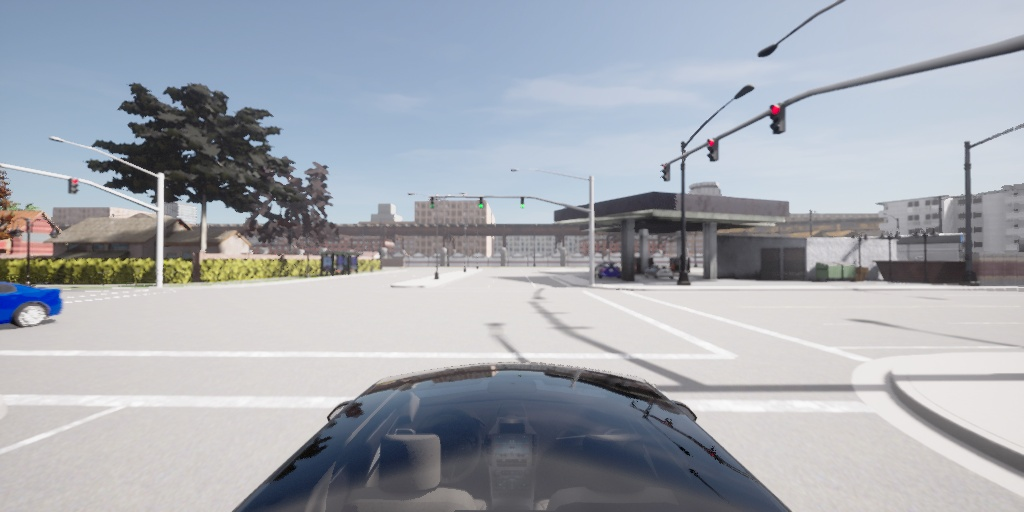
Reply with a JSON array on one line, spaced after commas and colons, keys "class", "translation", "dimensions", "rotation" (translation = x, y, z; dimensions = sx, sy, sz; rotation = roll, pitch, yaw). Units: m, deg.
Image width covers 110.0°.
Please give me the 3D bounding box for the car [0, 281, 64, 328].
[{"class": "car", "translation": [-15.001, 1.328, 9.082], "dimensions": [1.882, 1.535, 5.008], "rotation": [0, -1, 0]}]
